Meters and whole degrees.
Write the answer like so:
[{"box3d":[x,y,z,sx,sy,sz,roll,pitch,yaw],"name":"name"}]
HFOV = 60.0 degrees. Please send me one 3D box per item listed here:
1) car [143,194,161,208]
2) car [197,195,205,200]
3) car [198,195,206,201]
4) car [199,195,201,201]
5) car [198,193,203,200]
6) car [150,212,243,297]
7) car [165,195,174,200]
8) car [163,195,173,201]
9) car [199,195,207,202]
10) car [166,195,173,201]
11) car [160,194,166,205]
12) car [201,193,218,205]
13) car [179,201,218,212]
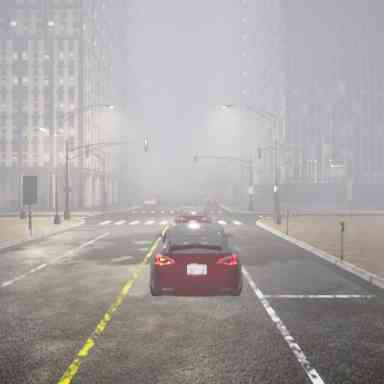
[{"box3d":[-5.946,1.475,47.948,1.752,1.417,4.829,0,0,0],"name":"car"},{"box3d":[2.458,1.391,87.864,2.008,1.369,4.403,0,0,0],"name":"car"},{"box3d":[2.473,1.404,82.190,1.887,1.381,4.507,0,0,0],"name":"car"},{"box3d":[2.648,1.487,53.819,2.008,1.369,4.403,0,0,0],"name":"car"},{"box3d":[2.505,1.208,70.841,2.192,1.841,5.009,0,0,0],"name":"car"},{"box3d":[0.075,1.500,8.607,2.163,1.488,4.792,0,0,0],"name":"car"},{"box3d":[-5.922,1.391,87.849,2.008,1.369,4.403,0,0,0],"name":"car"},{"box3d":[-5.907,1.410,82.174,2.008,1.369,4.403,0,0,0],"name":"car"},{"box3d":[2.488,1.401,76.686,1.752,1.417,4.829,0,0,0],"name":"car"},{"box3d":[-5.892,1.421,76.498,1.887,1.381,4.507,0,0,0],"name":"car"},{"box3d":[-5.930,1.252,53.796,2.192,1.841,5.009,0,0,0],"name":"car"},{"box3d":[2.694,1.389,48.140,1.967,1.590,4.097,0,0,0],"name":"car"},{"box3d":[0.042,1.493,18.375,2.163,1.488,4.792,0,0,0],"name":"car"}]
